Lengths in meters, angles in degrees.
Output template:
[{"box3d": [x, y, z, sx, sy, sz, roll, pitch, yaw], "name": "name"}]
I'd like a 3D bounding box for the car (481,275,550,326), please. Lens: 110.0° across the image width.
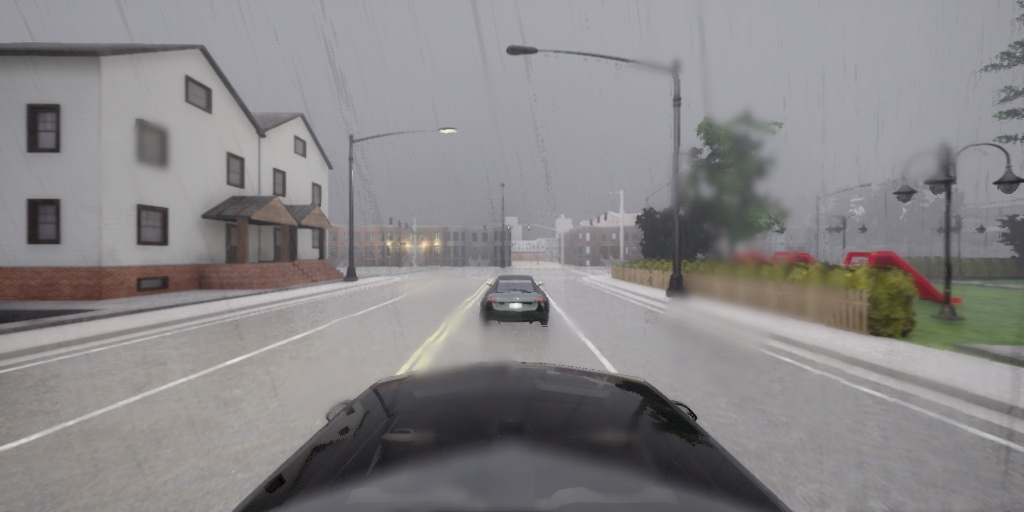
[{"box3d": [0.100, 1.296, 11.568, 1.994, 1.385, 4.181, 0, 0, 0], "name": "car"}]
